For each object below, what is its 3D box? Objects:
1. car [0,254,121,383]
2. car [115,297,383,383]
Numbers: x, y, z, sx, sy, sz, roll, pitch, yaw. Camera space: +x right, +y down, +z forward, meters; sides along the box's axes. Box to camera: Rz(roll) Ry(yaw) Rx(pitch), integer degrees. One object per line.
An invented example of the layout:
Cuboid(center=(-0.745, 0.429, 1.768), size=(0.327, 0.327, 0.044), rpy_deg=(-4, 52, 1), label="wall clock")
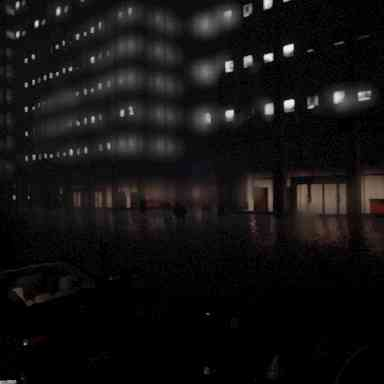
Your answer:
Cuboid(center=(-2.787, 1.598, 4.862), size=(4.403, 1.369, 2.008), rpy_deg=(-1, -1, 35), label="car")
Cuboid(center=(1.798, 1.434, 1.594), size=(4.097, 1.590, 1.967), rpy_deg=(-1, -1, 35), label="car")
